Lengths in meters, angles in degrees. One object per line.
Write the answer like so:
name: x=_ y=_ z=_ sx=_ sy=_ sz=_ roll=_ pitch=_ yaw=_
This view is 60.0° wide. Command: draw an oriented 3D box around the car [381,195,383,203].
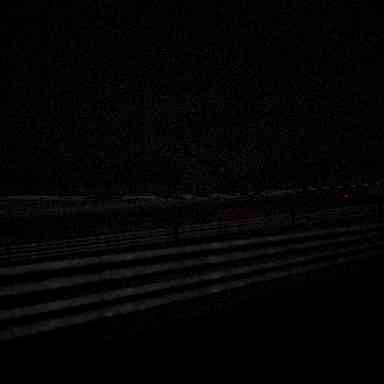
car: x=25.424 y=0.914 z=39.743 sx=4.892 sy=1.490 sz=1.837 roll=-4 pitch=2 yaw=-23

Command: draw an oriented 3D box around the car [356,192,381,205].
car: x=24.063 y=0.994 z=42.969 sx=4.718 sy=1.301 sz=1.895 roll=-4 pitch=2 yaw=-23

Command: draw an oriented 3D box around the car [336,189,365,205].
car: x=22.656 y=0.573 z=46.170 sx=5.566 sy=2.045 sz=2.150 roll=-4 pitch=2 yaw=-23

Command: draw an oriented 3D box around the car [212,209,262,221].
car: x=4.146 y=2.252 z=30.530 sx=5.008 sy=1.535 sz=1.882 roll=-4 pitch=2 yaw=-23
